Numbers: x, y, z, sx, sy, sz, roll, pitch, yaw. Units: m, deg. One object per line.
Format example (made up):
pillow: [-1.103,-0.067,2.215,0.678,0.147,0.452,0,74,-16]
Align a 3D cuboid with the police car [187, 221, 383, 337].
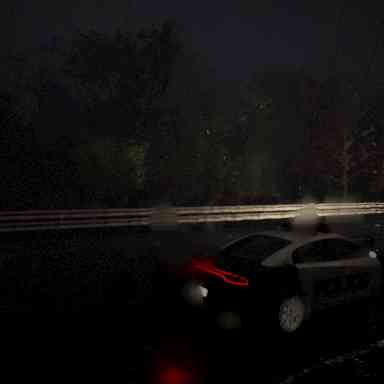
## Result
police car: [2.420,1.434,6.725,5.238,1.638,1.930,0,0,-30]
